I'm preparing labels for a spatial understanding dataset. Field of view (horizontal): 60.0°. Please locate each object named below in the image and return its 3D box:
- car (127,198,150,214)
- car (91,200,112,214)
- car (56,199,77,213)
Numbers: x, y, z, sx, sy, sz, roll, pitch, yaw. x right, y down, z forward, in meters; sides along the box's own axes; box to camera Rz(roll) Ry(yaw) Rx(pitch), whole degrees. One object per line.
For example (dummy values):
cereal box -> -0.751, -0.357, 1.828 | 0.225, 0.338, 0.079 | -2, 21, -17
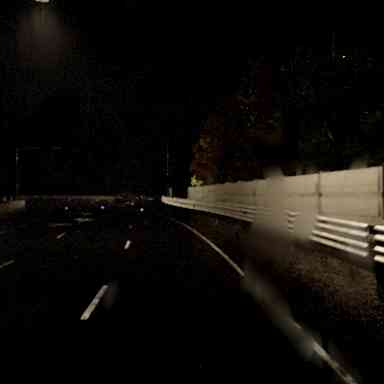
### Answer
car -> -5.476, 1.426, 33.968 | 1.837, 1.490, 4.892 | 0, 0, -17
car -> -9.625, 1.504, 35.306 | 1.994, 1.385, 4.181 | 0, 0, -19
car -> -13.736, 1.485, 36.503 | 1.812, 1.442, 4.674 | 0, 0, -20
